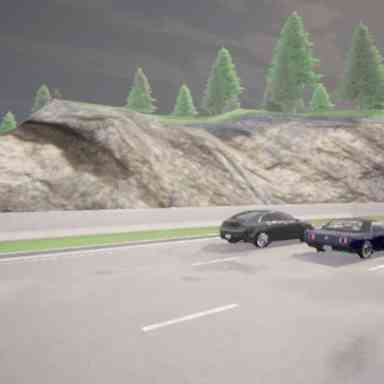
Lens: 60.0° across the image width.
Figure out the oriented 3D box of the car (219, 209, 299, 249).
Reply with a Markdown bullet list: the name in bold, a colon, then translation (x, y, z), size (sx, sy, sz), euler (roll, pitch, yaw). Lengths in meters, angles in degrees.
- **car**: translation (3.434, 1.533, 14.805), size (4.892, 1.490, 1.837), euler (-1, 0, -35)

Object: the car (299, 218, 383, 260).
- **car**: translation (6.465, 1.630, 12.649), size (4.718, 1.301, 1.895), euler (0, 0, -35)
